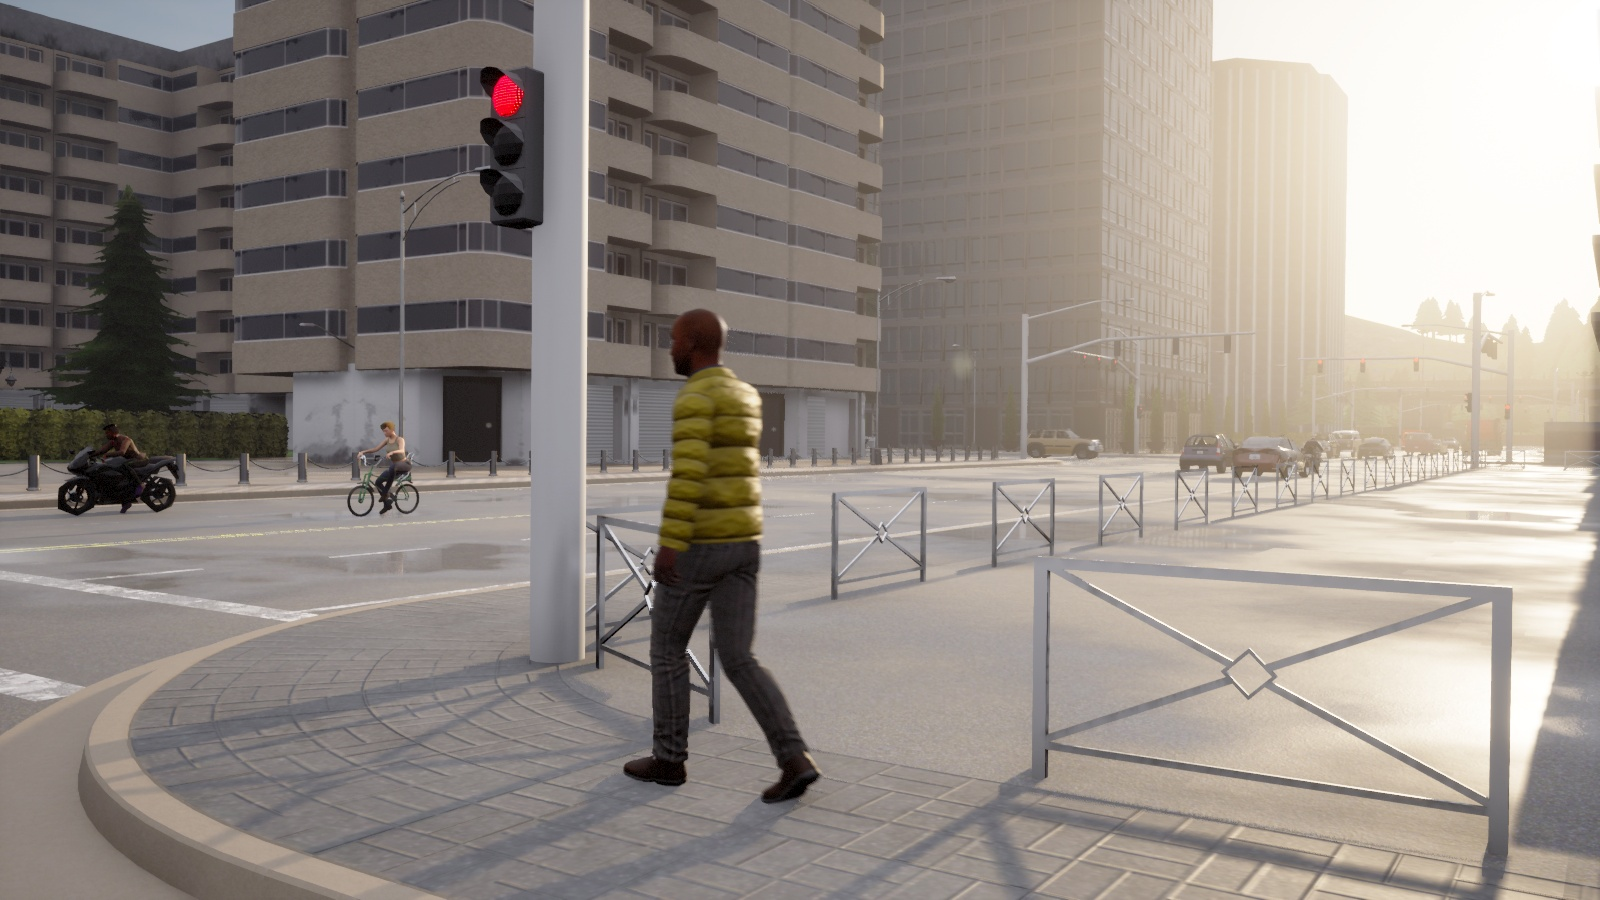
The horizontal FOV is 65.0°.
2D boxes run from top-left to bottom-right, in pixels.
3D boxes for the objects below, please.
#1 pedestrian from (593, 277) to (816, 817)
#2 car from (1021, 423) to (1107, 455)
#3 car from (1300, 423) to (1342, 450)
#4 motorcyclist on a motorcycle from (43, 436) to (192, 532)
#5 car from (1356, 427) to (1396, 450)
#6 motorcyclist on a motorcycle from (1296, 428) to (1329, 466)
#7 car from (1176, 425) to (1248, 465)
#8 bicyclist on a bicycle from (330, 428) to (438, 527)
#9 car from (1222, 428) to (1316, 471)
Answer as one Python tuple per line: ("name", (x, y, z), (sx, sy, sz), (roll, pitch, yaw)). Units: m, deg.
("pedestrian", (-0.355, 0.330, 4.622), (0.726, 1.835, 0.370), (0, 1, 34))
("car", (15.705, -0.664, 74.757), (4.605, 1.855, 1.932), (0, 1, 30))
("car", (36.743, -0.994, 88.571), (1.932, 1.855, 4.605), (0, 1, 33))
("motorcyclist on a motorcycle", (-11.443, 0.529, 21.112), (0.797, 1.523, 2.044), (0, 1, 33))
("car", (39.971, -0.815, 87.103), (1.837, 1.490, 4.892), (0, 1, 33))
("motorcyclist on a motorcycle", (21.191, -0.134, 51.919), (0.866, 1.530, 2.191), (0, 1, 33))
("car", (17.102, -0.236, 52.056), (1.851, 1.617, 3.988), (0, 1, 33))
("bicyclist on a bicycle", (-7.076, 0.440, 21.409), (0.866, 1.612, 1.509), (0, 1, 33))
("car", (17.128, -0.048, 45.693), (2.163, 1.488, 4.792), (0, 1, 33))
